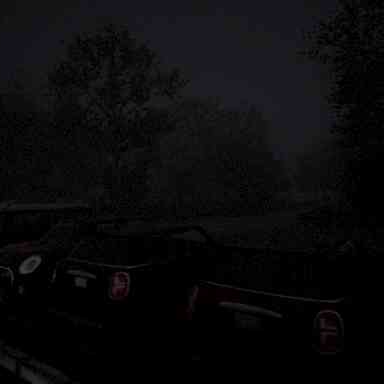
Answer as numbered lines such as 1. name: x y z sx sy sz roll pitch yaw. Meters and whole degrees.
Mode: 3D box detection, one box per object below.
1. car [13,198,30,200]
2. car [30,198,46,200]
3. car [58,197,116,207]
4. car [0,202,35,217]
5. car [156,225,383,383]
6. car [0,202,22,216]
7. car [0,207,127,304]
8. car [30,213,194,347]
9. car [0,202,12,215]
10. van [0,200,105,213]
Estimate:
1. car: -18.155 1.647 35.452 2.435 2.045 5.566 -1 -1 35
2. car: -11.347 1.539 30.608 2.435 2.045 5.566 -1 0 35
3. car: -9.178 1.508 29.066 2.435 2.045 5.566 -1 0 35
4. car: -20.386 1.968 37.109 2.163 1.488 4.792 -1 -1 35
5. car: 1.812 1.367 5.195 2.185 1.767 4.553 -1 0 35
6. car: -22.689 2.009 38.675 2.163 1.488 4.792 -1 -1 35
7. car: -2.720 1.433 8.496 2.185 1.767 4.553 -1 0 35
8. car: -0.472 1.400 6.820 2.185 1.767 4.553 -1 0 35
9. car: -24.945 2.021 40.309 2.097 1.535 5.008 -1 -1 35
10. van: -5.091 1.365 10.000 1.878 1.987 4.442 -1 0 35
